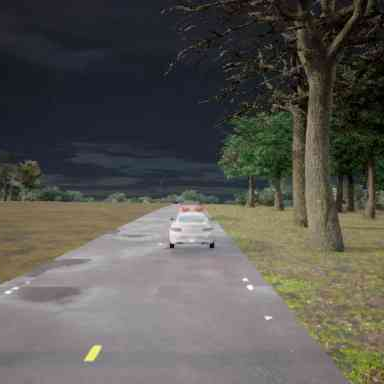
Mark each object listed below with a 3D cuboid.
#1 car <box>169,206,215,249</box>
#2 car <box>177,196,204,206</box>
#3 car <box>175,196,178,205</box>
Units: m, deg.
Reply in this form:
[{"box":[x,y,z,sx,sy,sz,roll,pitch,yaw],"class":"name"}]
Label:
[{"box":[0.000,1.561,14.662,1.812,1.442,4.674,0,0,0],"class":"car"},{"box":[0.000,1.442,29.644,2.097,1.767,4.553,0,0,0],"class":"car"},{"box":[-2.629,1.962,76.774,2.150,2.045,5.566,0,-1,0],"class":"car"}]
